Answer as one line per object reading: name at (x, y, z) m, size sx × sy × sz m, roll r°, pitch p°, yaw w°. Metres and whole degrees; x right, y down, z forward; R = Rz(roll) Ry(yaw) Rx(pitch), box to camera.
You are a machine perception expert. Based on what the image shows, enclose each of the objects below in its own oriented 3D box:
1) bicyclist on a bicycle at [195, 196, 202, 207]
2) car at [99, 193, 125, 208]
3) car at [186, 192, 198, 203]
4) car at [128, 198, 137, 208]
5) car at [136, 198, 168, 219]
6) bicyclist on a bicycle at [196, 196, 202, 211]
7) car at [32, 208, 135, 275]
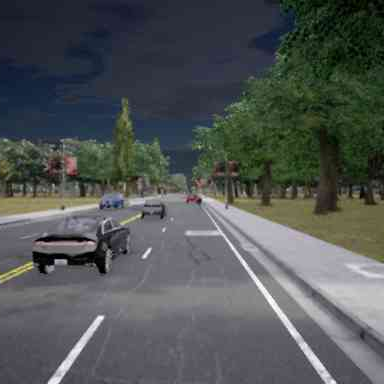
bicyclist on a bicycle at (0.897, 1.343, 47.290) m, size 0.866 × 1.612 × 1.509 m, roll 0°, pitch 0°, yaw 0°
car at (-9.853, 1.139, 41.297) m, size 2.150 × 2.045 × 5.566 m, roll 0°, pitch 0°, yaw 0°
car at (-0.005, 1.099, 63.342) m, size 2.150 × 2.045 × 5.566 m, roll 0°, pitch 0°, yaw 0°
car at (-6.600, 1.444, 40.899) m, size 1.812 × 1.442 × 4.674 m, roll 0°, pitch 0°, yaw 0°
car at (-3.158, 1.433, 28.609) m, size 2.128 × 1.511 × 4.902 m, roll 0°, pitch 0°, yaw 0°
bicyclist on a bicycle at (0.882, 1.294, 37.992) m, size 0.659 × 1.776 × 1.843 m, roll 0°, pitch 0°, yaw 0°
car at (-3.154, 1.468, 10.416) m, size 2.128 × 1.511 × 4.902 m, roll 0°, pitch 0°, yaw 0°
